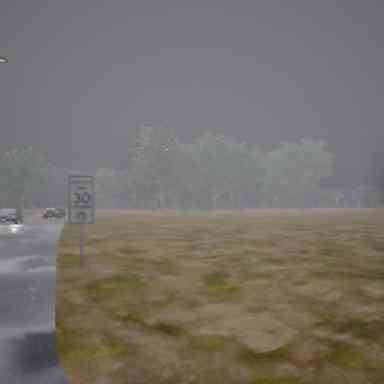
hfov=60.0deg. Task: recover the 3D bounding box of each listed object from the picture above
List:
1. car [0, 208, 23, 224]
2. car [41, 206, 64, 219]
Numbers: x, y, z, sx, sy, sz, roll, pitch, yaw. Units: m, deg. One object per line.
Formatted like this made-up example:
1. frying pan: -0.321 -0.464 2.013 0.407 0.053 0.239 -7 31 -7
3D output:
1. car: -17.470 2.288 31.828 1.812 1.442 4.674 0 -2 -18
2. car: -16.974 2.532 40.398 1.812 1.442 4.674 0 -2 -17
